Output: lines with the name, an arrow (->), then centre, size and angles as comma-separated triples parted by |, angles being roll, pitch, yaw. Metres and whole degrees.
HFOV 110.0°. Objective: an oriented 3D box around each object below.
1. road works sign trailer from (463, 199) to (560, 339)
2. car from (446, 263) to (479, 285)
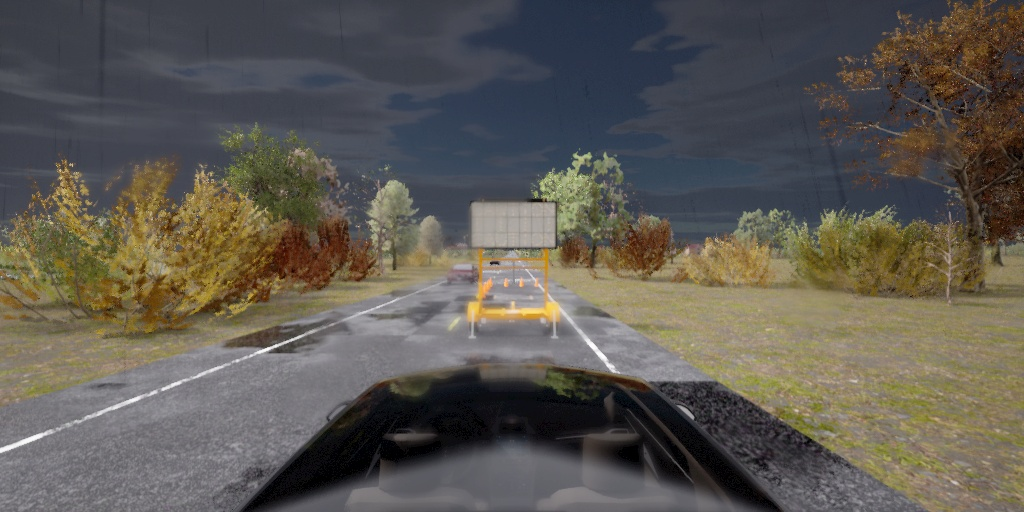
road works sign trailer -> 0.045, 0.208, 10.072 | 2.380, 3.560, 2.880 | 0, 0, 0
car -> -3.476, 1.246, 26.036 | 1.812, 1.442, 4.674 | 0, 0, 0
